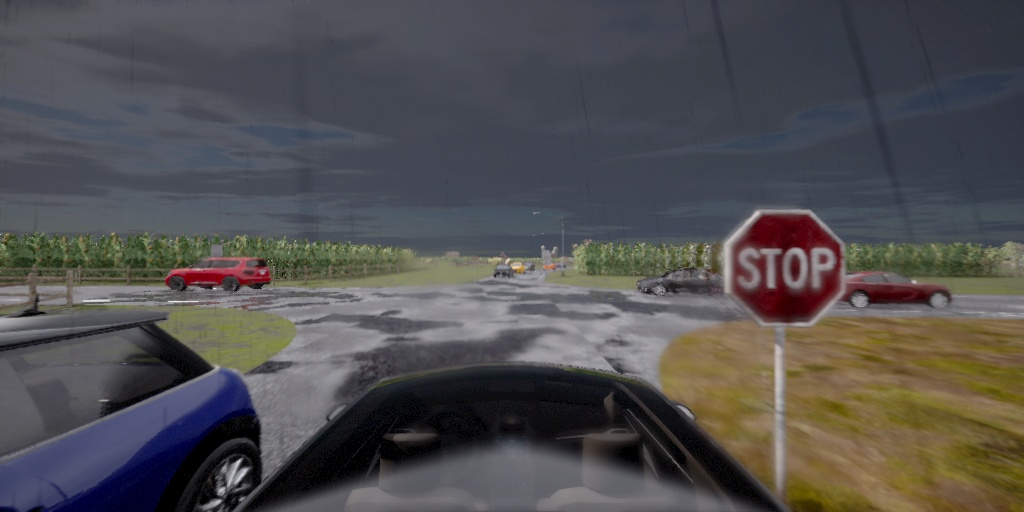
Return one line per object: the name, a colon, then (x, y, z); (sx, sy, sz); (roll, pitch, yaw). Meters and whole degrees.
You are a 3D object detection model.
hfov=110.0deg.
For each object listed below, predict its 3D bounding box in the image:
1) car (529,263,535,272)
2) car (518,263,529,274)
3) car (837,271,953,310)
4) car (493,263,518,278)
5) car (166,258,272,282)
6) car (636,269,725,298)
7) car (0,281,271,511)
car: (2.765, 1.846, 60.465); (2.128, 1.511, 4.902); (0, -1, 12)
car: (0.698, 1.724, 50.430); (1.882, 1.535, 5.008); (0, -1, 10)
car: (15.748, 1.412, 15.516); (5.008, 1.535, 1.882); (0, -1, 4)
car: (-0.863, 1.691, 40.275); (2.033, 1.411, 5.357); (0, -1, 7)
car: (-17.803, 1.118, 21.938); (5.566, 2.045, 2.150); (0, -1, 3)
car: (9.422, 1.472, 19.867); (4.892, 1.490, 1.837); (0, -1, 5)
car: (-2.933, 1.103, 0.796); (2.097, 1.767, 4.553); (0, -1, -1)
